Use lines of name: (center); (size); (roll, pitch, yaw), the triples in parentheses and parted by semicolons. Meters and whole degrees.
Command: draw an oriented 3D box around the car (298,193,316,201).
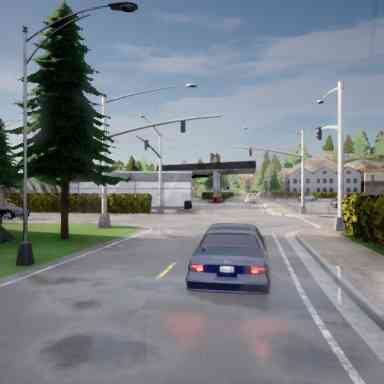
car: (27.402, 1.076, 79.301); (3.866, 1.878, 1.905); (0, 0, 10)

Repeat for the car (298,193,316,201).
car: (26.218, 1.360, 76.135); (3.806, 1.475, 1.970); (0, 0, 10)

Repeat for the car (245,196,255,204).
car: (11.235, 1.525, 64.808); (1.812, 1.442, 4.674); (0, 0, 10)

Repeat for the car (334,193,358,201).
car: (34.573, 1.097, 74.686); (4.605, 1.855, 1.932); (0, 0, 10)

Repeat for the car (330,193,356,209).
car: (20.265, 1.330, 42.399); (5.027, 1.636, 2.152); (0, 0, 10)

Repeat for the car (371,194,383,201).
car: (45.645, 1.297, 79.766); (4.514, 1.523, 2.007); (0, 0, 10)

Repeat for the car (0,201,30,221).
car: (-15.735, 1.491, 27.255); (4.902, 1.511, 2.128); (0, 0, 10)

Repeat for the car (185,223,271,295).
car: (1.095, 1.547, 8.929); (2.033, 1.411, 5.357); (0, 0, 10)
